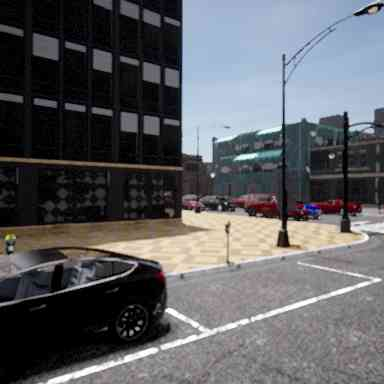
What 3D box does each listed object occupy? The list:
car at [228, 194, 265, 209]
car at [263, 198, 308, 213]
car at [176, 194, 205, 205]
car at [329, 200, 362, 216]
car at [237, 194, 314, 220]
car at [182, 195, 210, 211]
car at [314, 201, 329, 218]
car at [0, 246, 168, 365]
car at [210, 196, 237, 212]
[{"bbox_3d":[6.314,1.113,38.914,1.967,1.590,4.097,1,0,-36],"label":"car"},{"bbox_3d":[9.597,1.323,34.444,1.802,1.307,4.206,1,0,-36],"label":"car"},{"bbox_3d":[-0.256,1.084,47.851,2.008,1.369,4.403,1,0,-36],"label":"car"},{"bbox_3d":[12.881,1.354,29.976,1.887,1.381,4.507,1,0,-36],"label":"car"},{"bbox_3d":[6.134,1.089,25.013,2.192,1.841,5.009,1,0,-36],"label":"car"},{"bbox_3d":[-0.441,1.219,33.951,1.802,1.307,4.206,1,0,-36],"label":"car"},{"bbox_3d":[8.097,1.308,26.689,1.812,1.442,4.674,0,1,-38],"label":"car"},{"bbox_3d":[-2.384,1.565,4.854,4.313,1.339,1.947,0,0,-36],"label":"car"},{"bbox_3d":[2.593,1.173,34.184,1.837,1.490,4.892,0,1,-36],"label":"car"}]
